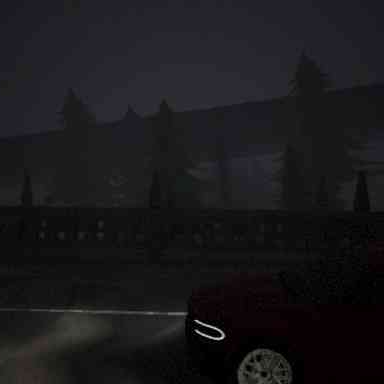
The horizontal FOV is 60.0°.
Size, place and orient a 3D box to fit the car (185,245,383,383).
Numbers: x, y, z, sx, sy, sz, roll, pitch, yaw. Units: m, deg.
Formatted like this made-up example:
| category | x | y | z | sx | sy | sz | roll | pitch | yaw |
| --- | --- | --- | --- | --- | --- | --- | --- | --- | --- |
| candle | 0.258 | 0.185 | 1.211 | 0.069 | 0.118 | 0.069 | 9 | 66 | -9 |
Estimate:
| category | x | y | z | sx | sy | sz | roll | pitch | yaw |
| --- | --- | --- | --- | --- | --- | --- | --- | --- | --- |
| car | 2.416 | 1.458 | 4.212 | 5.008 | 1.535 | 1.882 | 0 | 0 | 4 |
